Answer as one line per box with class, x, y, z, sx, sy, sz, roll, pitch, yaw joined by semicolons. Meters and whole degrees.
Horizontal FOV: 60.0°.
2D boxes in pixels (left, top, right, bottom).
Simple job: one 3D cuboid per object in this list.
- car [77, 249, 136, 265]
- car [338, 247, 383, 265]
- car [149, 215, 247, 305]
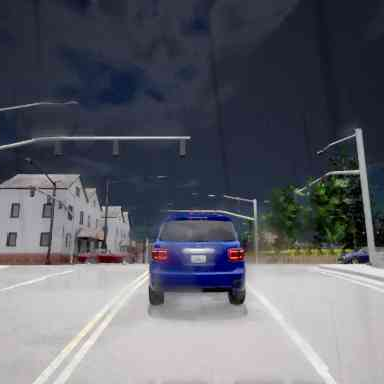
car;-7.088;5.443;27.613;4.718;1.301;1.895;4;-13;-19
car;15.421;5.661;29.618;4.553;1.767;2.097;0;-12;1
car;0.077;1.762;9.313;2.150;2.045;5.566;0;-7;-1
